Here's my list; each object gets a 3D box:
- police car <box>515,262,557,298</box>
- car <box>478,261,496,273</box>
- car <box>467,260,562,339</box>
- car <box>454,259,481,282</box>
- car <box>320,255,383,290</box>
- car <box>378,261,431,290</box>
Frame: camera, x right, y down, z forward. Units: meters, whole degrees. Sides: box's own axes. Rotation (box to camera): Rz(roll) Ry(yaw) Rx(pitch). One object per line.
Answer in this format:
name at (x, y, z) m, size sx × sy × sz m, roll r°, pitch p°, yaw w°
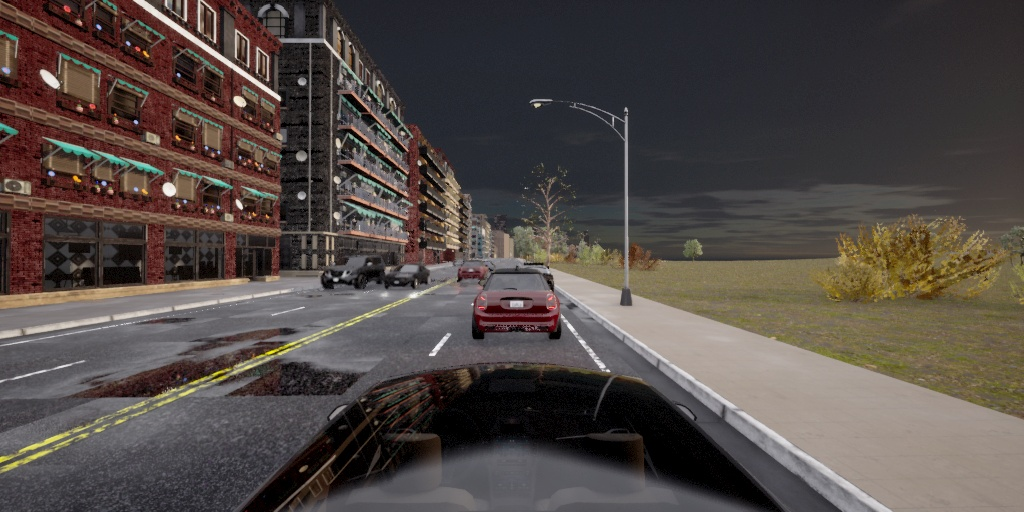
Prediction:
police car at (1.174, 1.177, 19.689) m, size 1.930 × 1.638 × 5.238 m, roll 0°, pitch 0°, yaw 0°
car at (-3.061, 1.315, 44.998) m, size 1.994 × 1.385 × 4.181 m, roll 0°, pitch 0°, yaw 0°
car at (0.113, 1.103, 10.194) m, size 2.097 × 1.767 × 4.553 m, roll 0°, pitch 0°, yaw 0°
car at (-3.092, 1.105, 29.190) m, size 2.097 × 1.767 × 4.553 m, roll 0°, pitch 0°, yaw 0°
car at (-9.805, 0.973, 22.737) m, size 2.150 × 2.045 × 5.566 m, roll 0°, pitch 0°, yaw 0°
car at (-6.557, 1.230, 22.896) m, size 1.882 × 1.535 × 5.008 m, roll 0°, pitch 0°, yaw 0°
